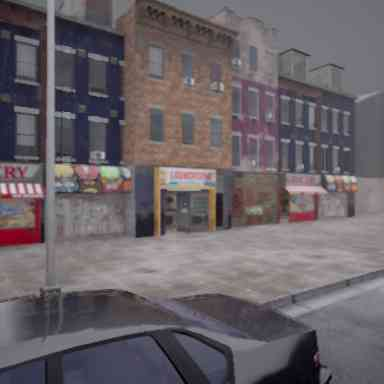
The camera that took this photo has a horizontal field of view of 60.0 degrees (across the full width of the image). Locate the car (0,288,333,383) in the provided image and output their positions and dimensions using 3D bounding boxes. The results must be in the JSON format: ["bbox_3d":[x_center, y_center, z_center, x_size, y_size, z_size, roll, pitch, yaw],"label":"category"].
[{"bbox_3d":[-1.233,1.546,2.205,5.357,1.411,2.033,0,0,-37],"label":"car"}]
